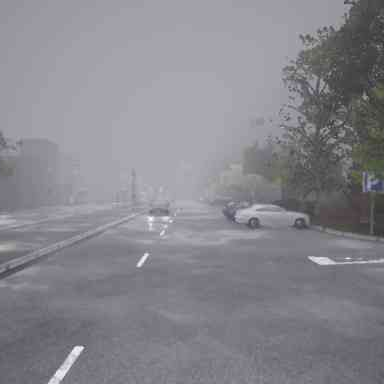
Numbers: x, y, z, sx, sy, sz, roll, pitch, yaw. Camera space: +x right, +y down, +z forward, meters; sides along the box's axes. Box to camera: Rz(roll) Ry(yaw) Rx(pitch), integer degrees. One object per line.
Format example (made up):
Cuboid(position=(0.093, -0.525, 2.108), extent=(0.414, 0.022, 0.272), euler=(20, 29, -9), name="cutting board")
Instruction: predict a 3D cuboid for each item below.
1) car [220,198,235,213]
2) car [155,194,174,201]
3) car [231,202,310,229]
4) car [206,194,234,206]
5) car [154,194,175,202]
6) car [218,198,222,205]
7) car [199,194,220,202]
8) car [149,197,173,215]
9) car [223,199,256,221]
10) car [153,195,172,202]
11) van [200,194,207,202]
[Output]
Cuboid(position=(5.079, 1.500, 27.651), extent=(4.892, 1.521, 2.231), euler=(0, 0, 0), name="car")
Cuboid(position=(-7.569, 1.691, 79.765), extent=(5.366, 1.575, 1.946), euler=(0, -1, 0), name="car")
Cuboid(position=(5.082, 1.533, 21.229), extent=(4.674, 1.452, 2.002), euler=(0, 0, 0), name="car")
Cuboid(position=(5.114, 1.397, 55.263), extent=(4.553, 1.767, 2.185), euler=(0, 0, 0), name="car")
Cuboid(position=(-7.470, 1.719, 91.916), extent=(5.566, 2.045, 2.435), euler=(0, -2, -1), name="car")
Cuboid(position=(5.081, 1.541, 30.927), extent=(4.674, 1.452, 2.002), euler=(0, 0, 0), name="car")
Cuboid(position=(4.762, 1.679, 90.402), extent=(5.566, 2.045, 2.435), euler=(0, -2, -1), name="car")
Cuboid(position=(-3.250, 1.585, 34.189), extent=(1.812, 1.442, 4.674), euler=(0, 0, 0), name="car")
Cuboid(position=(5.090, 1.496, 24.378), extent=(5.008, 1.535, 2.097), euler=(0, 0, 0), name="car")
Cuboid(position=(-7.379, 1.621, 82.686), extent=(4.553, 1.767, 2.185), euler=(0, -1, -1), name="car")
Cuboid(position=(4.772, 1.462, 79.229), extent=(4.442, 1.987, 1.878), euler=(0, -1, 0), name="van")
